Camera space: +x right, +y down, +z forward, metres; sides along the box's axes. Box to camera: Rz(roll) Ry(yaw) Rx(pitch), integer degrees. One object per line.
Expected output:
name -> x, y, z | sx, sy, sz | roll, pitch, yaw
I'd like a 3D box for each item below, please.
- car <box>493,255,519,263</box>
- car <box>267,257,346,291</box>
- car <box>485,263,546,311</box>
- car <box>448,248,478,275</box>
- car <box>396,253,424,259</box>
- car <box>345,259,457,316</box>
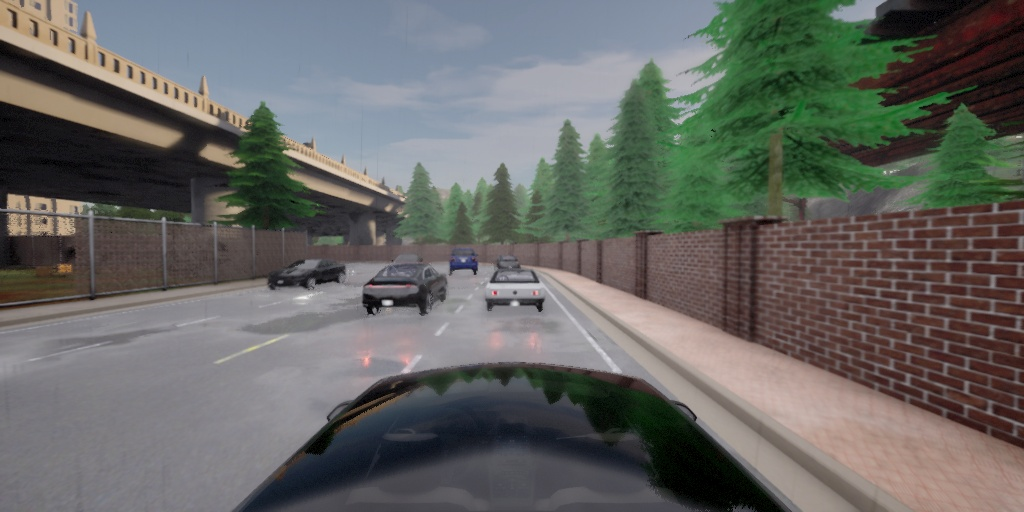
car -> -0.525, 0.633, 30.141 | 2.128, 1.511, 4.902 | 0, 1, -8
car -> -10.588, 0.860, 18.891 | 1.882, 1.535, 5.008 | 0, 1, 0
car -> 0.093, 1.107, 13.095 | 1.895, 1.301, 4.718 | 0, 1, 0
car -> -3.978, 0.383, 29.220 | 2.150, 2.045, 5.566 | 0, 1, -8
car -> -7.273, 0.599, 25.244 | 2.097, 1.767, 4.553 | 0, 1, -4
car -> -3.408, 1.016, 12.240 | 2.128, 1.511, 4.902 | 0, 1, 0
